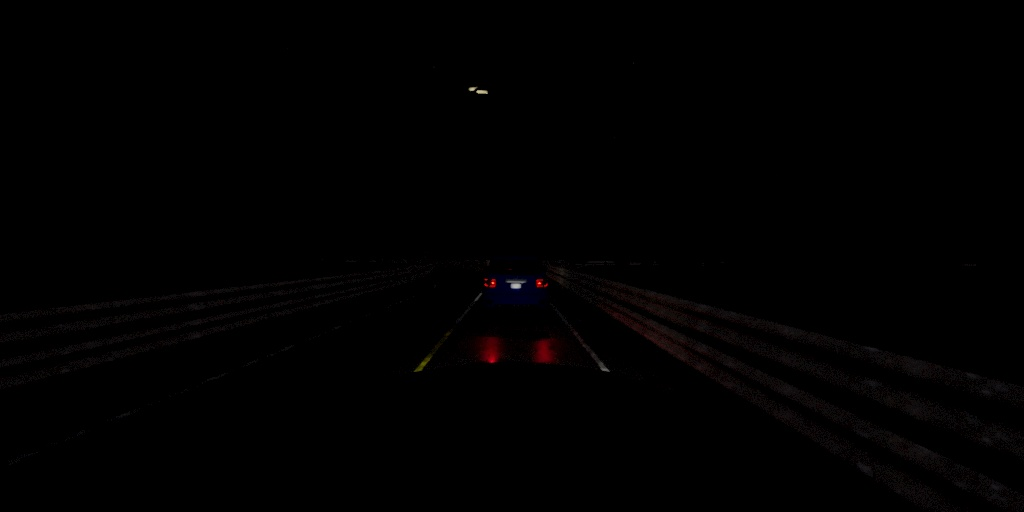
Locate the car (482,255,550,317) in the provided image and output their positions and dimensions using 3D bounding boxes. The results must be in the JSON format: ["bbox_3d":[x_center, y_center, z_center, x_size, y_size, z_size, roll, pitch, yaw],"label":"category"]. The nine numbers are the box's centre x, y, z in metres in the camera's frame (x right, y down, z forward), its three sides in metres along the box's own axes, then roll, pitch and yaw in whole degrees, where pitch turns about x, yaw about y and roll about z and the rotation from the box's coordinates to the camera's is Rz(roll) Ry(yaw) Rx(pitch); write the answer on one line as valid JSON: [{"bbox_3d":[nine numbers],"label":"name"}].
[{"bbox_3d":[0.120,0.981,13.302,2.150,2.045,5.566,0,0,0],"label":"car"}]
